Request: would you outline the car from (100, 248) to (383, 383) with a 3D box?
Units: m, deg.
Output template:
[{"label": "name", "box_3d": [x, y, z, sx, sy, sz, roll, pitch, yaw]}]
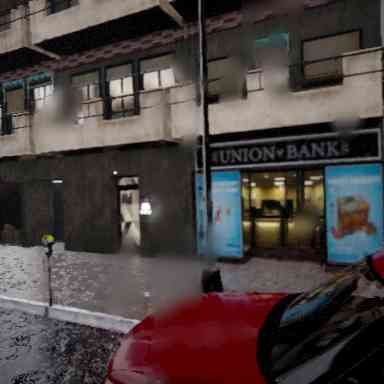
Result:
[{"label": "car", "box_3d": [1.749, 1.235, 1.873, 5.009, 1.841, 2.192, -1, 0, 25]}]
